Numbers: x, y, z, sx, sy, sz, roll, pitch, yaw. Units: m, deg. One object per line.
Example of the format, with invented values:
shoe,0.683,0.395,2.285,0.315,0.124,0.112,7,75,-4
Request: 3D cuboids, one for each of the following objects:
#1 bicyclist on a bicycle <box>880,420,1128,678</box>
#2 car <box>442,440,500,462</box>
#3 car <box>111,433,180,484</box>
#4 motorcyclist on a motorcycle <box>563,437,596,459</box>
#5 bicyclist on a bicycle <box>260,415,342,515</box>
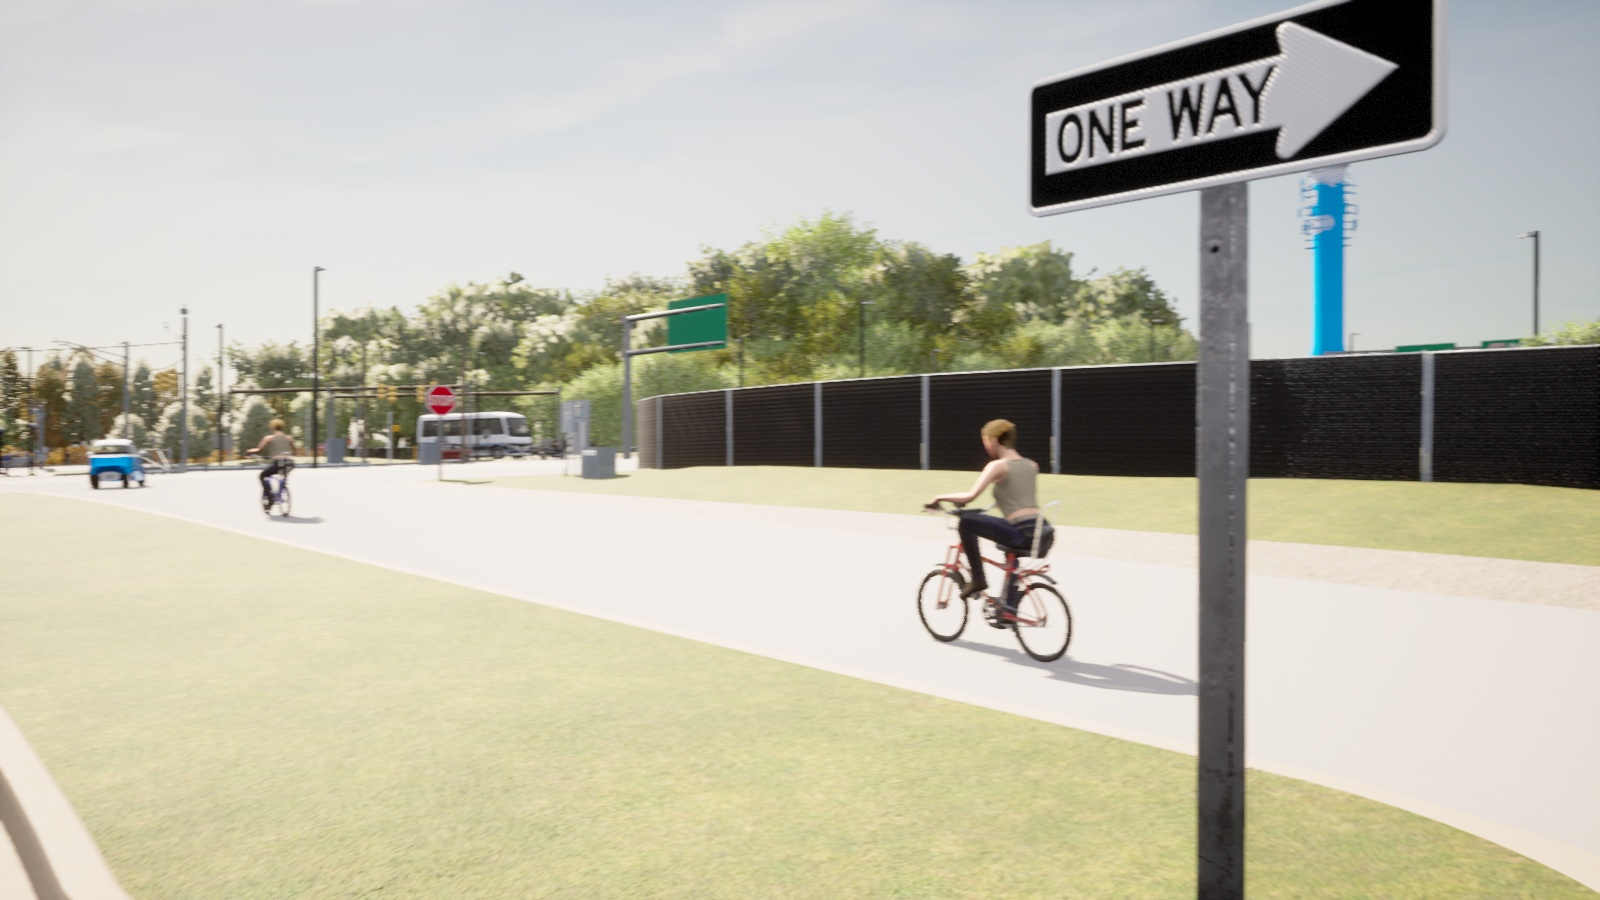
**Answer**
bicyclist on a bicycle,1.380,0.604,8.713,0.866,1.612,1.509,0,1,-35
car,-24.052,0.064,91.804,3.705,1.549,1.789,-2,2,-40
car,-18.628,0.225,35.805,1.481,1.376,2.207,-1,1,-21
motorcyclist on a motorcycle,-17.103,-0.165,97.402,2.350,1.649,0.766,-2,1,-37
bicyclist on a bicycle,-8.354,0.224,21.001,0.866,1.612,1.509,0,1,-39
